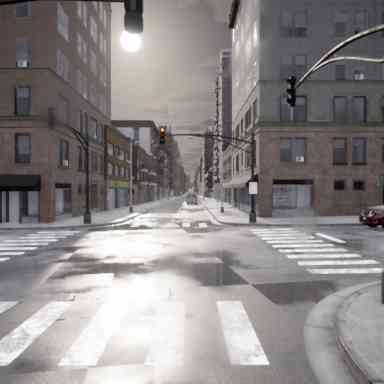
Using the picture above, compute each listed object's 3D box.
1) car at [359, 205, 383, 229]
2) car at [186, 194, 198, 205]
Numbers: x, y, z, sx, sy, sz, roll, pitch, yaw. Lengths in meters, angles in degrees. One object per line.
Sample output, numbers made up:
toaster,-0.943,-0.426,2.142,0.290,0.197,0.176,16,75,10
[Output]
car,12.058,1.120,18.418,5.009,1.841,2.192,-1,1,0
car,0.000,1.584,60.066,2.033,1.411,5.357,0,0,0
